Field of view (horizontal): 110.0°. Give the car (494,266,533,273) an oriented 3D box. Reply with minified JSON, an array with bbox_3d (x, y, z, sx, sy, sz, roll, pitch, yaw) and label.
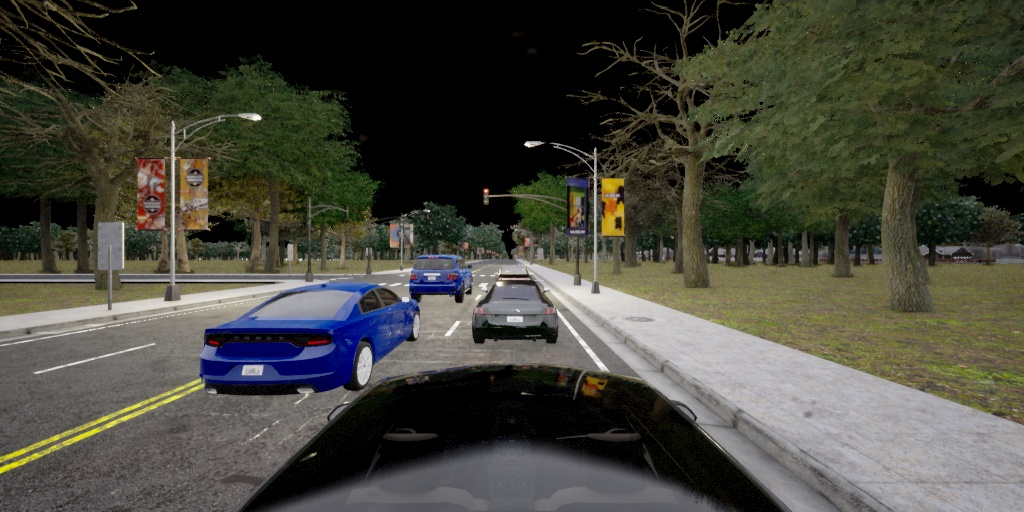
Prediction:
[{"bbox_3d":[0.099,1.244,18.533,2.128,1.511,4.902,0,0,0],"label":"car"}]

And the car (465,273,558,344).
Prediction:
[{"bbox_3d":[0.094,1.315,9.631,1.994,1.385,4.181,0,0,1],"label":"car"}]

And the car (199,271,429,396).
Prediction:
[{"bbox_3d":[-3.149,1.228,6.805,1.882,1.535,5.008,0,0,0],"label":"car"}]

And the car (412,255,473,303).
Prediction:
[{"bbox_3d":[-3.151,0.974,16.791,2.150,2.045,5.566,0,0,0],"label":"car"}]
